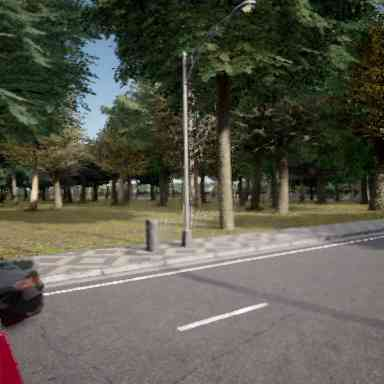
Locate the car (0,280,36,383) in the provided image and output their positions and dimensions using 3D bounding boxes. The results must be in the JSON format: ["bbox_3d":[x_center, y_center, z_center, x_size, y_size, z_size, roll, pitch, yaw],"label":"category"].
[{"bbox_3d":[-3.269,1.611,1.353,4.718,1.301,1.895,0,0,-35],"label":"car"}]

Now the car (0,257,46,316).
[{"bbox_3d":[-4.515,1.532,4.456,4.674,1.442,1.812,0,0,-35],"label":"car"}]
